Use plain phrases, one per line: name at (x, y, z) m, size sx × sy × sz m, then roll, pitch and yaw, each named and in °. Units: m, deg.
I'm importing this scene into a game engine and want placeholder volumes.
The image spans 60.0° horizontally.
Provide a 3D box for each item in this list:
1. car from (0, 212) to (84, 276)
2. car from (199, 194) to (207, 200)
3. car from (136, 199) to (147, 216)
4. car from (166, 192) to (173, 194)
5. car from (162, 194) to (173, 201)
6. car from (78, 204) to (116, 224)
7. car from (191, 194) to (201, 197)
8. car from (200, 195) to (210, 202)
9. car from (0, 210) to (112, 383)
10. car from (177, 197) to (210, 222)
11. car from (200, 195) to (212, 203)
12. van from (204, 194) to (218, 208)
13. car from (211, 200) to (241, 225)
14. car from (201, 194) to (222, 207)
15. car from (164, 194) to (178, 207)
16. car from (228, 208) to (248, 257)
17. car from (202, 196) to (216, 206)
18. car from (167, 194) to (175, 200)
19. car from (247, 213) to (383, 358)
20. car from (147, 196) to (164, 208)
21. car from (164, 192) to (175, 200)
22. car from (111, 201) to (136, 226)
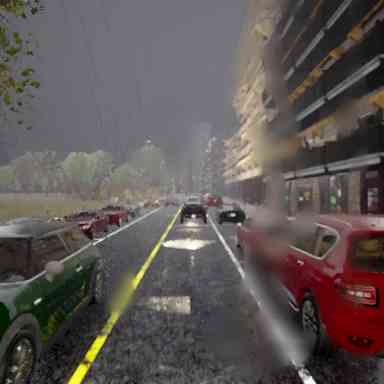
car at (-5.305, 1.499, 10.961) m, size 2.008 × 1.369 × 4.403 m, roll 1°, pitch 0°, yaw 0°
car at (2.597, 1.220, 79.561) m, size 1.947 × 1.339 × 4.313 m, roll 1°, pitch 0°, yaw 0°
car at (-5.299, 1.422, 27.923) m, size 2.008 × 1.369 × 4.403 m, roll 1°, pitch 0°, yaw 0°
car at (-5.287, 1.228, 67.329) m, size 1.752 × 1.417 × 4.829 m, roll 1°, pitch 0°, yaw 0°
car at (-5.285, 1.230, 73.154) m, size 2.008 × 1.369 × 4.403 m, roll 1°, pitch 0°, yaw 0°
car at (-5.303, 1.504, 16.615) m, size 1.802 × 1.307 × 4.206 m, roll 1°, pitch 0°, yaw 0°
car at (0.113, 1.263, 42.346) m, size 1.801 × 1.575 × 5.366 m, roll 0°, pitch 0°, yaw 0°
car at (2.593, 1.265, 68.240) m, size 1.947 × 1.339 × 4.313 m, roll 1°, pitch 0°, yaw 0°
car at (-2.849, 1.328, 4.937) m, size 2.097 × 1.767 × 4.553 m, roll 0°, pitch 0°, yaw 0°
car at (0.107, 1.389, 24.768) m, size 1.837 × 1.490 × 4.892 m, roll 0°, pitch 0°, yaw 0°
car at (2.592, 1.266, 62.579) m, size 1.887 × 1.381 × 4.507 m, roll 1°, pitch 0°, yaw 0°
van at (2.589, 1.134, 45.595) m, size 1.690 × 1.788 × 3.998 m, roll 1°, pitch 0°, yaw 0°
car at (2.579, 1.460, 22.952) m, size 1.947 × 1.339 × 4.313 m, roll 1°, pitch 0°, yaw 0°
car at (2.587, 1.133, 39.934) m, size 2.192 × 1.841 × 5.009 m, roll 1°, pitch 0°, yaw 0°
car at (-2.828, 1.339, 45.951) m, size 2.033 × 1.411 × 5.357 m, roll 0°, pitch 0°, yaw 0°
car at (2.576, 1.490, 11.631) m, size 1.887 × 1.381 × 4.507 m, roll 1°, pitch 0°, yaw 0°
car at (2.588, 1.335, 51.257) m, size 1.947 × 1.339 × 4.313 m, roll 1°, pitch 0°, yaw 0°
car at (-5.282, 1.218, 84.462) m, size 1.802 × 1.307 × 4.206 m, roll 1°, pitch 0°, yaw 0°
car at (2.577, 1.286, 5.969) m, size 2.192 × 1.841 × 5.009 m, roll 1°, pitch 0°, yaw 0°
car at (-5.293, 1.236, 44.883) m, size 1.967 × 1.590 × 4.097 m, roll 1°, pitch 0°, yaw 0°
car at (-5.281, 0.972, 78.806) m, size 2.192 × 1.841 × 5.009 m, roll 1°, pitch 0°, yaw 0°
car at (-5.301, 1.442, 22.268) m, size 1.887 × 1.381 × 4.507 m, roll 1°, pitch 0°, yaw 0°
